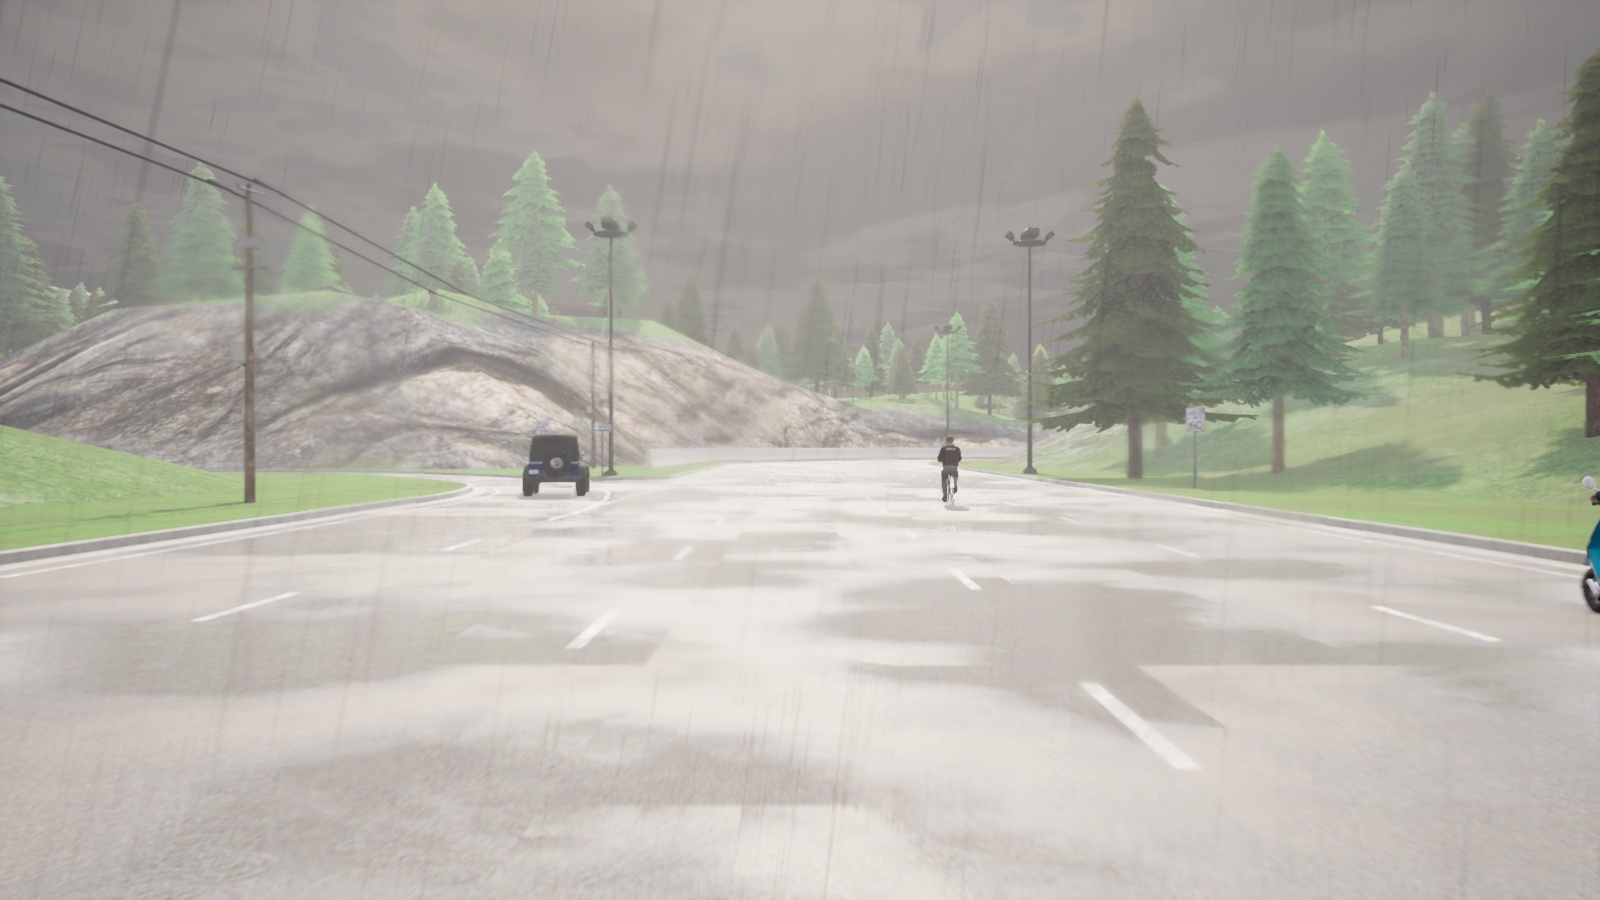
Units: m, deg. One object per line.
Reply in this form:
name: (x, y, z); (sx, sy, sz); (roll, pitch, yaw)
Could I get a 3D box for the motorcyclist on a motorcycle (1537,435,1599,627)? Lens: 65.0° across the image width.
motorcyclist on a motorcycle: (7.075, 0.675, 10.412); (0.866, 1.590, 1.817); (0, 0, 0)

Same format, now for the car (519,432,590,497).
car: (-7.526, 0.420, 38.762); (1.905, 1.878, 3.866); (0, 0, -8)

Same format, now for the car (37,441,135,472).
car: (-41.111, 0.354, 72.367); (4.553, 1.767, 2.097); (0, 0, 5)

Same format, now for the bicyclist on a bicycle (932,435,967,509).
bicyclist on a bicycle: (3.694, 0.527, 31.124); (0.659, 1.776, 1.843); (0, 0, 0)
